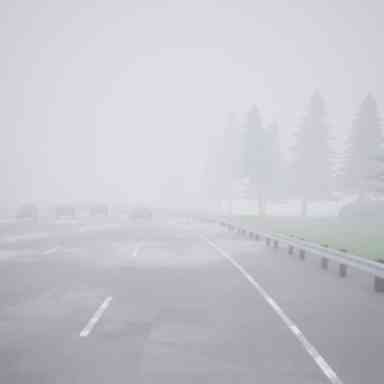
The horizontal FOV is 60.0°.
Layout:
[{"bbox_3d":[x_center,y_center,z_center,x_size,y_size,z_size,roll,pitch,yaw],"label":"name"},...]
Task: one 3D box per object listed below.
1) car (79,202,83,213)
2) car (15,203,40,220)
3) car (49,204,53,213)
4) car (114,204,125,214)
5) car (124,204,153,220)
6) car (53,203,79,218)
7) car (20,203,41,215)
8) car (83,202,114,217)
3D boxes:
[{"bbox_3d":[-15.303,2.133,47.042,1.812,1.442,4.674,0,-1,-29],"label":"car"},{"bbox_3d":[-16.033,1.967,32.524,2.033,1.411,5.357,0,-1,-22],"label":"car"},{"bbox_3d":[-18.093,2.180,44.917,1.895,1.301,4.718,0,-1,-30],"label":"car"},{"bbox_3d":[-9.072,2.153,42.689,1.895,1.301,4.718,0,-1,-25],"label":"car"},{"bbox_3d":[-5.224,1.994,33.229,1.994,1.385,4.181,0,-1,-19],"label":"car"},{"bbox_3d":[-13.597,1.939,35.737,1.882,1.535,5.008,0,-1,-23],"label":"car"},{"bbox_3d":[-20.410,2.088,41.919,2.033,1.411,5.357,0,-1,-29],"label":"car"},{"bbox_3d":[-10.676,1.979,37.775,2.128,1.511,4.902,0,-1,-24],"label":"car"}]
